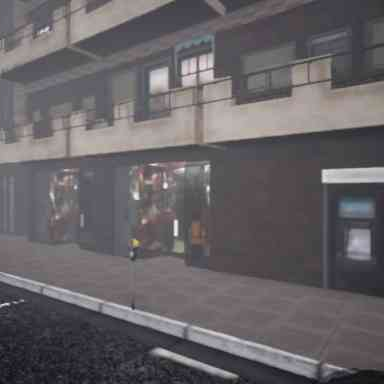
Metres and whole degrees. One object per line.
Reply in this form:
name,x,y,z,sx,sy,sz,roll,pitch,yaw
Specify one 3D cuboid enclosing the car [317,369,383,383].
car,2.367,1.559,1.183,4.313,1.339,1.947,0,0,36
